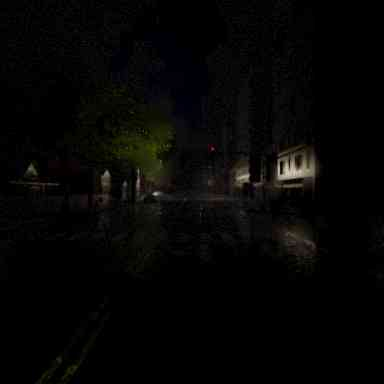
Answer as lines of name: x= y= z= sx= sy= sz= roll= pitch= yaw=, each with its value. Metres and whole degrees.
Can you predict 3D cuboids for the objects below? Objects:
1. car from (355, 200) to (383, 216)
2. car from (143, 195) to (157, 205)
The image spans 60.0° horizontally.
car: x=16.374 y=1.381 z=28.704 sx=4.313 sy=1.339 sz=1.947 roll=0 pitch=0 yaw=0
car: x=-6.509 y=1.181 z=51.899 sx=2.128 sy=1.511 sz=4.902 roll=0 pitch=1 yaw=0
